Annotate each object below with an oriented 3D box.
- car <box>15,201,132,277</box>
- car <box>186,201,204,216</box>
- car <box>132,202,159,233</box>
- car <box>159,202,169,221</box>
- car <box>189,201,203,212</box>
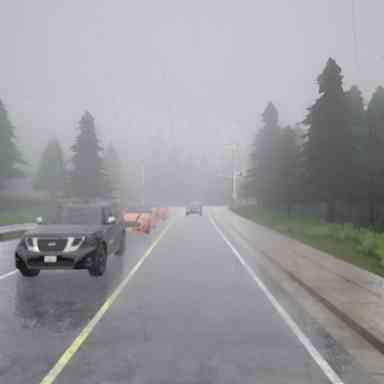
[{"bbox_3d":[-3.616,1.354,11.086,2.150,2.045,5.566,0,-1,-1],"label":"car"},{"bbox_3d":[0.261,2.010,38.161,2.033,1.411,5.357,0,-1,2],"label":"car"},{"bbox_3d":[-3.567,1.610,21.377,2.097,1.767,4.553,0,-1,0],"label":"car"},{"bbox_3d":[-3.419,1.736,31.627,2.097,1.767,4.553,0,-1,1],"label":"car"},{"bbox_3d":[0.654,2.095,48.553,1.837,1.490,4.892,0,-1,2],"label":"car"}]
